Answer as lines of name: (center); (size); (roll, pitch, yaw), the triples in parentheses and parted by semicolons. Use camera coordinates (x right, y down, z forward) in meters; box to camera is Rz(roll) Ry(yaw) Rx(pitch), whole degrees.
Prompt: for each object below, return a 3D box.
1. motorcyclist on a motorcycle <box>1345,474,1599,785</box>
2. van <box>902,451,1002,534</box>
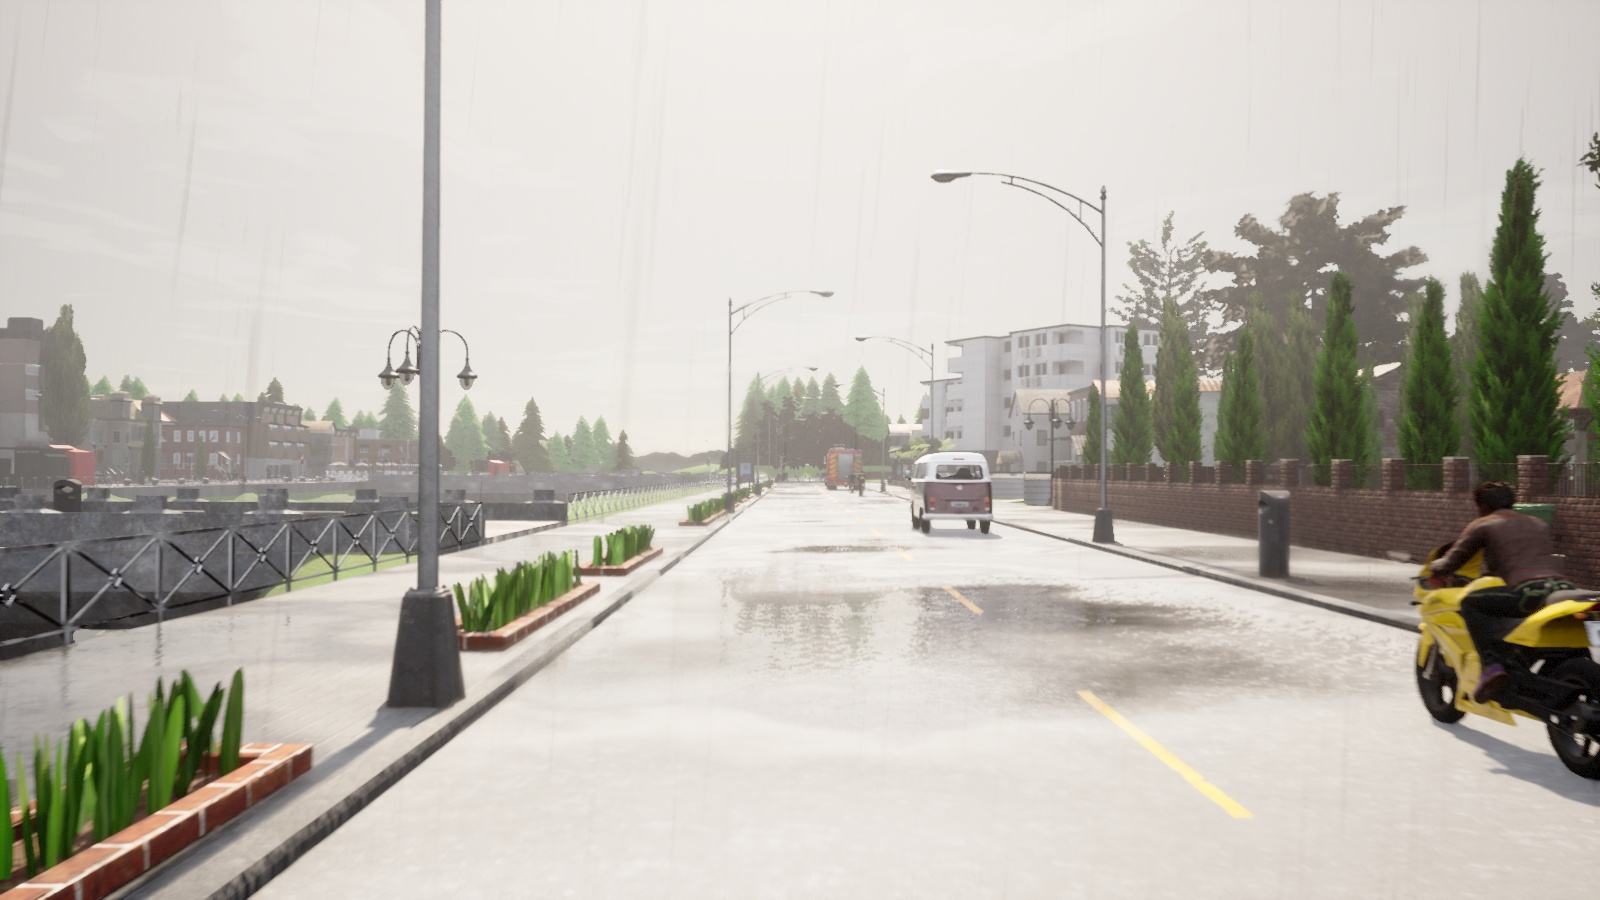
motorcyclist on a motorcycle: (3.983, 0.902, 7.221); (0.797, 1.523, 2.044); (0, -1, 0)
van: (3.921, 1.077, 33.101); (2.069, 2.038, 4.480); (0, -1, 0)
